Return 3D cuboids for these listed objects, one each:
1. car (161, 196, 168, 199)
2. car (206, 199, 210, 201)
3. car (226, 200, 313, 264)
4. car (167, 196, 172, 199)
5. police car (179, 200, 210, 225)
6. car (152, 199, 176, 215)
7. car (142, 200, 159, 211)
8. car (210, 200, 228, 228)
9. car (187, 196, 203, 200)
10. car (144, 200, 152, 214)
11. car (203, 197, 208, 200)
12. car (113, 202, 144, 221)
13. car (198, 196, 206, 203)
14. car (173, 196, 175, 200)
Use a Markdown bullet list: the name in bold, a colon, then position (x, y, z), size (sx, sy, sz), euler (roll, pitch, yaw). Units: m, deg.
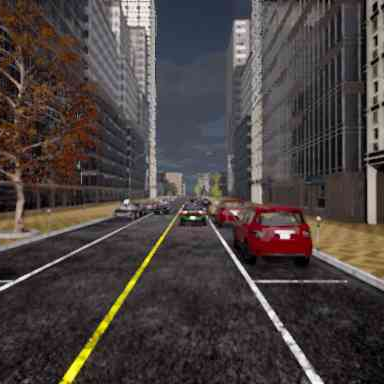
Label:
- **car**: position (-5.761, 1.844, 57.528), size (2.008, 1.369, 4.403), euler (0, 0, 0)
- **car**: position (2.649, 1.710, 34.927), size (1.752, 1.417, 4.829), euler (0, 0, 0)
- **car**: position (2.679, 1.381, 11.990), size (2.192, 1.841, 5.009), euler (0, 0, 0)
- **car**: position (-5.775, 1.890, 68.912), size (1.887, 1.381, 4.507), euler (0, 0, 0)
- **police car**: position (0.066, 1.638, 25.466), size (2.038, 1.542, 4.974), euler (0, -1, 0)
- **car**: position (-3.143, 1.793, 36.337), size (1.895, 1.301, 4.718), euler (0, 0, 0)
- **car**: position (-5.746, 1.821, 46.142), size (1.802, 1.307, 4.206), euler (0, 0, 0)
- **car**: position (2.664, 1.441, 23.375), size (2.192, 1.841, 5.009), euler (0, 0, 0)
- **car**: position (0.046, 1.649, 42.412), size (2.033, 1.649, 4.856), euler (0, -1, 0)
- **car**: position (-5.732, 1.750, 34.759), size (1.947, 1.339, 4.313), euler (0, 0, 0)
- **car**: position (2.613, 1.885, 63.218), size (1.947, 1.339, 4.313), euler (0, 0, 0)
- **car**: position (-5.725, 1.707, 29.067), size (2.008, 1.369, 4.403), euler (0, 0, 0)
- **car**: position (2.585, 1.860, 85.985), size (1.967, 1.590, 4.097), euler (0, 0, 0)
- **car**: position (-5.790, 1.977, 80.297), size (1.802, 1.307, 4.206), euler (0, 0, 0)
